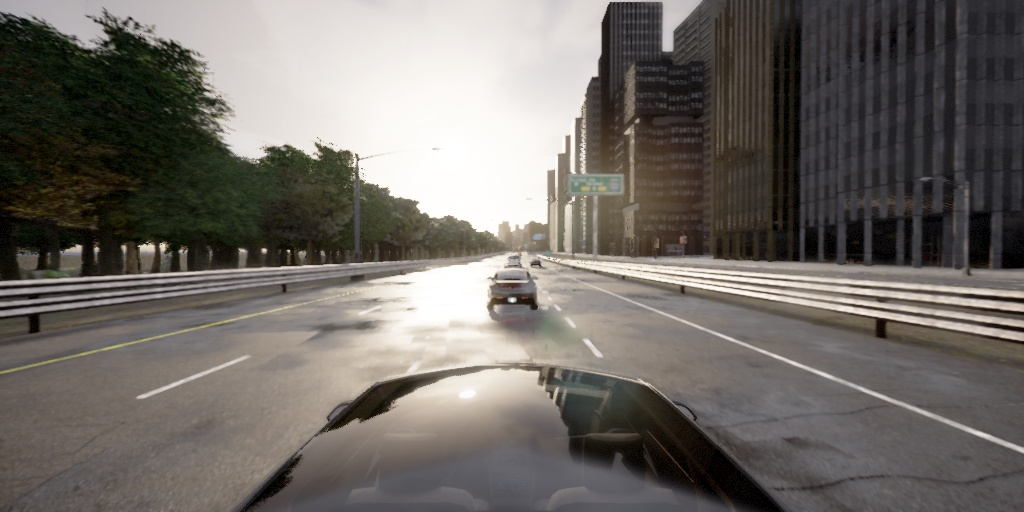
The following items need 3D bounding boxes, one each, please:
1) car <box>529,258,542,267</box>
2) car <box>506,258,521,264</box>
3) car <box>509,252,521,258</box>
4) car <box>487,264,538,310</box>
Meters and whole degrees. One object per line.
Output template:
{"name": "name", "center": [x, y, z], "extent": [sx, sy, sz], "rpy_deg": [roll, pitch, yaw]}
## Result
{"name": "car", "center": [3.980, 1.136, 60.793], "extent": [1.837, 1.490, 4.892], "rpy_deg": [0, 0, 1]}
{"name": "car", "center": [0.135, 1.219, 36.781], "extent": [2.128, 1.511, 4.902], "rpy_deg": [0, 0, 0]}
{"name": "car", "center": [0.356, 0.864, 59.172], "extent": [2.150, 2.045, 5.566], "rpy_deg": [0, 0, 1]}
{"name": "car", "center": [0.019, 1.260, 14.788], "extent": [1.837, 1.490, 4.892], "rpy_deg": [0, 0, 0]}
